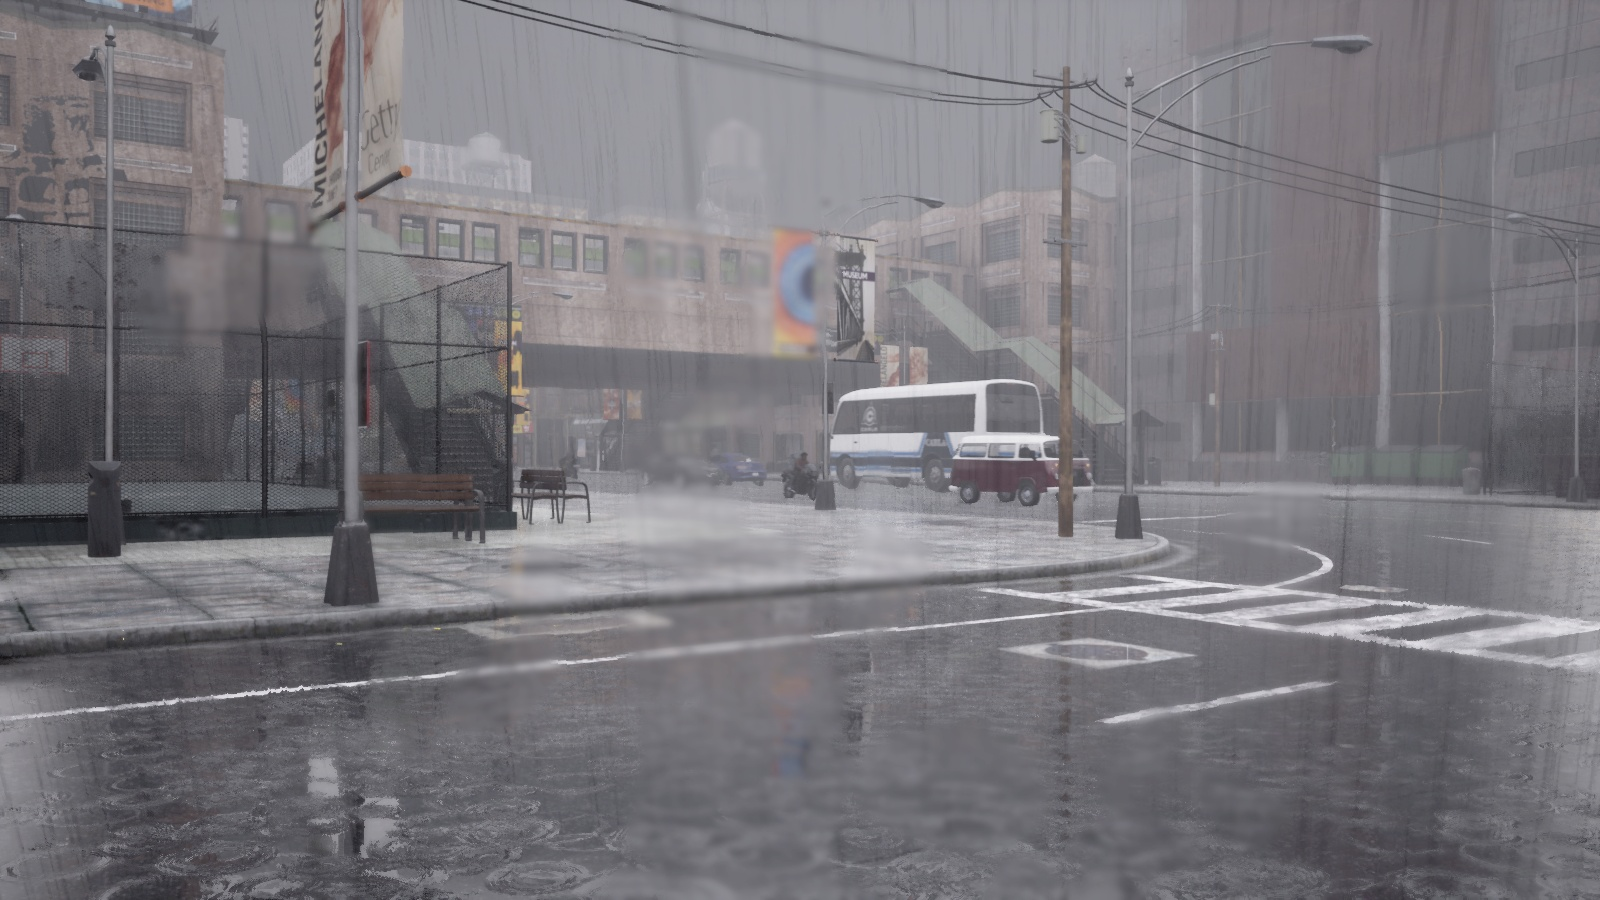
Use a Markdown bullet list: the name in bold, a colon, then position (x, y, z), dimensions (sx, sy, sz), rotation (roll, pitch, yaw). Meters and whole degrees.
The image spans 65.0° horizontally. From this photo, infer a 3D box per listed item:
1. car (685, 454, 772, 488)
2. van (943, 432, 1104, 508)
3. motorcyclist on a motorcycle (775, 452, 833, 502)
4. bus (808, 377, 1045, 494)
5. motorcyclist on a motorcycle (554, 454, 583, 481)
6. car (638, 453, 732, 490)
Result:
- **car**: position (-3.280, 0.917, 56.915), dimensions (1.812, 1.442, 4.674), rotation (0, 0, -34)
- **van**: position (6.388, 0.544, 36.350), dimensions (2.069, 2.038, 4.480), rotation (0, 0, -34)
- **motorcyclist on a motorcycle**: position (0.104, 0.823, 39.400), dimensions (0.797, 1.523, 2.044), rotation (0, 0, -34)
- **bus**: position (4.854, -0.517, 51.121), dimensions (3.944, 4.253, 10.273), rotation (0, 0, -34)
- **motorcyclist on a motorcycle**: position (-13.277, 0.984, 71.930), dimensions (0.866, 1.530, 2.191), rotation (0, 0, -34)
- **car**: position (-4.923, 0.890, 53.091), dimensions (1.837, 1.490, 4.892), rotation (0, 0, -34)
